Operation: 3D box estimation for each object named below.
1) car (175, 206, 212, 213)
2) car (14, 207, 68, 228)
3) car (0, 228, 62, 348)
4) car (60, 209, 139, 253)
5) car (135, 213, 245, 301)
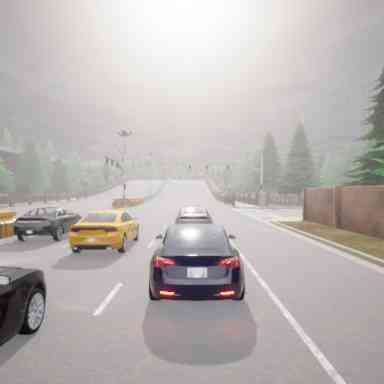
[{"bbox_3d":[0.087,1.486,17.449,2.128,1.511,4.902,0,0,0],"label":"car"},{"bbox_3d":[-6.911,1.486,16.556,2.128,1.511,4.902,0,0,0],"label":"car"},{"bbox_3d":[-3.401,1.476,3.694,1.882,1.535,5.008,0,0,0],"label":"car"},{"bbox_3d":[-3.409,1.473,13.711,1.882,1.535,5.008,0,0,0],"label":"car"},{"bbox_3d":[0.095,1.501,8.358,2.163,1.488,4.792,0,0,0],"label":"car"}]
